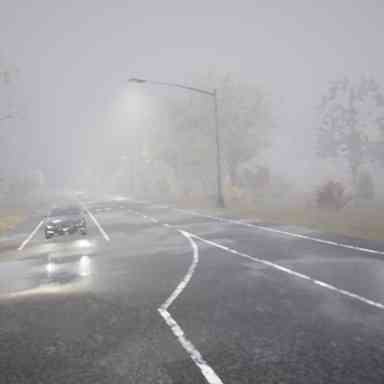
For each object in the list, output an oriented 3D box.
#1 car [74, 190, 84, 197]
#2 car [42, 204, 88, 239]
[{"bbox_3d":[-26.377,0.366,77.716,1.882,1.535,5.008,-4,2,-15],"label":"car"},{"bbox_3d":[-6.653,1.440,17.548,1.837,1.490,4.892,-4,3,-20],"label":"car"}]
